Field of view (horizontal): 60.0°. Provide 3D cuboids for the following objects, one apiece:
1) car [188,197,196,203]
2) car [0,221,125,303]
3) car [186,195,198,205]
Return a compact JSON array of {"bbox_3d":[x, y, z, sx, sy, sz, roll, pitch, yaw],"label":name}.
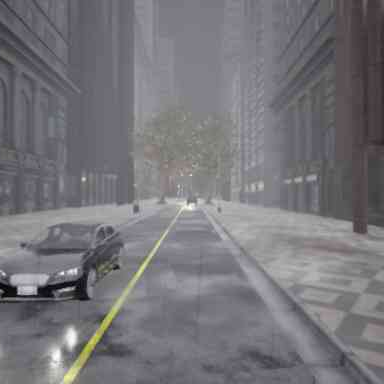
[{"bbox_3d":[0.005,1.914,79.545,1.837,1.490,4.892,0,0,0],"label":"car"},{"bbox_3d":[-2.999,1.544,8.515,2.128,1.511,4.902,0,0,0],"label":"car"},{"bbox_3d":[0.004,1.668,69.157,2.150,2.045,5.566,0,0,0],"label":"car"}]
